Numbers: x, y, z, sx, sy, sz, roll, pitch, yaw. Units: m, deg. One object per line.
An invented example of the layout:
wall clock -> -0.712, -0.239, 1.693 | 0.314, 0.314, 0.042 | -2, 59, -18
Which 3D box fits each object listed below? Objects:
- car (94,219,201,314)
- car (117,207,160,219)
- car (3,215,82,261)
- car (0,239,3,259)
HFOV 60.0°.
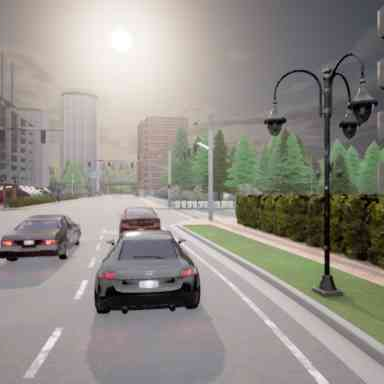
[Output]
car -> -1.042, 1.562, 7.725 | 1.994, 1.385, 4.181 | 0, 0, -9
car -> -2.659, 1.473, 16.562 | 1.882, 1.535, 5.008 | 0, 0, -12
car -> -5.317, 1.544, 12.289 | 2.033, 1.411, 5.357 | 0, 0, -11
car -> -3.876, 1.488, 2.759 | 2.128, 1.511, 4.902 | 0, 0, -5
